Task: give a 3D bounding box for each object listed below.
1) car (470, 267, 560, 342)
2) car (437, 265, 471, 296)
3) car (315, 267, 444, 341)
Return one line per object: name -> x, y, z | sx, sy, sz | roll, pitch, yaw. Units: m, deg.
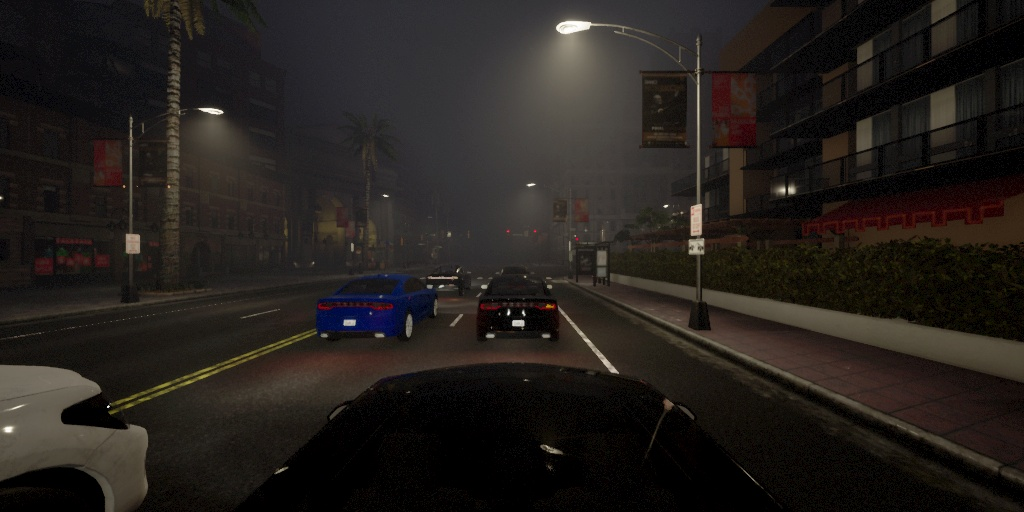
car -> 0.135, 1.228, 9.848 | 1.882, 1.535, 5.008 | 0, 0, 0
car -> -3.334, 1.242, 19.388 | 2.128, 1.511, 4.902 | 0, 0, 0
car -> -3.360, 1.228, 9.883 | 1.882, 1.535, 5.008 | 0, 0, 0
